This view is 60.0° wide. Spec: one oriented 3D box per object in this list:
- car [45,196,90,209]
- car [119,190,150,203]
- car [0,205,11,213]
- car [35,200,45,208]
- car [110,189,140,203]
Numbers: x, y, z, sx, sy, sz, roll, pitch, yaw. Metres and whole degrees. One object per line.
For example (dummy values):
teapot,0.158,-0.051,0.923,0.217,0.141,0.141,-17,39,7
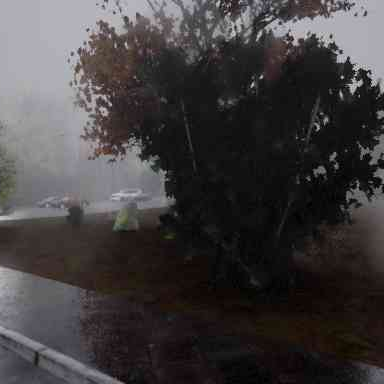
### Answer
car,-15.501,1.306,42.418,1.882,1.535,5.008,0,2,39
car,-8.434,0.908,51.195,1.812,1.442,4.674,0,3,39
car,-21.715,1.646,34.685,1.895,1.301,4.718,0,1,39
car,-18.357,1.350,44.451,1.837,1.490,4.892,0,2,39
car,-10.632,0.574,54.045,2.150,2.045,5.566,0,3,39
